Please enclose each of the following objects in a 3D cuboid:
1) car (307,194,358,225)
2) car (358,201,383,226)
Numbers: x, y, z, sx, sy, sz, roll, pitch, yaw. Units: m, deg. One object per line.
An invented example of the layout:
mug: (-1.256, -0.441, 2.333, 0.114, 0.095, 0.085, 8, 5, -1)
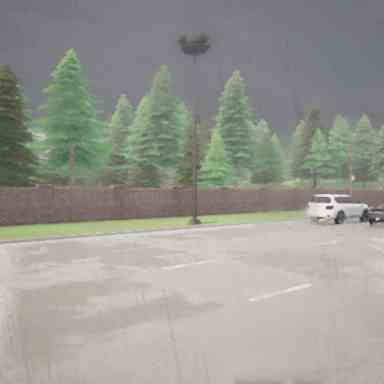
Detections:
car: (10.718, 1.197, 24.283, 5.566, 2.045, 2.150, 0, 0, -35)
car: (13.436, 1.466, 21.922, 4.902, 1.511, 2.128, 0, 0, -35)
